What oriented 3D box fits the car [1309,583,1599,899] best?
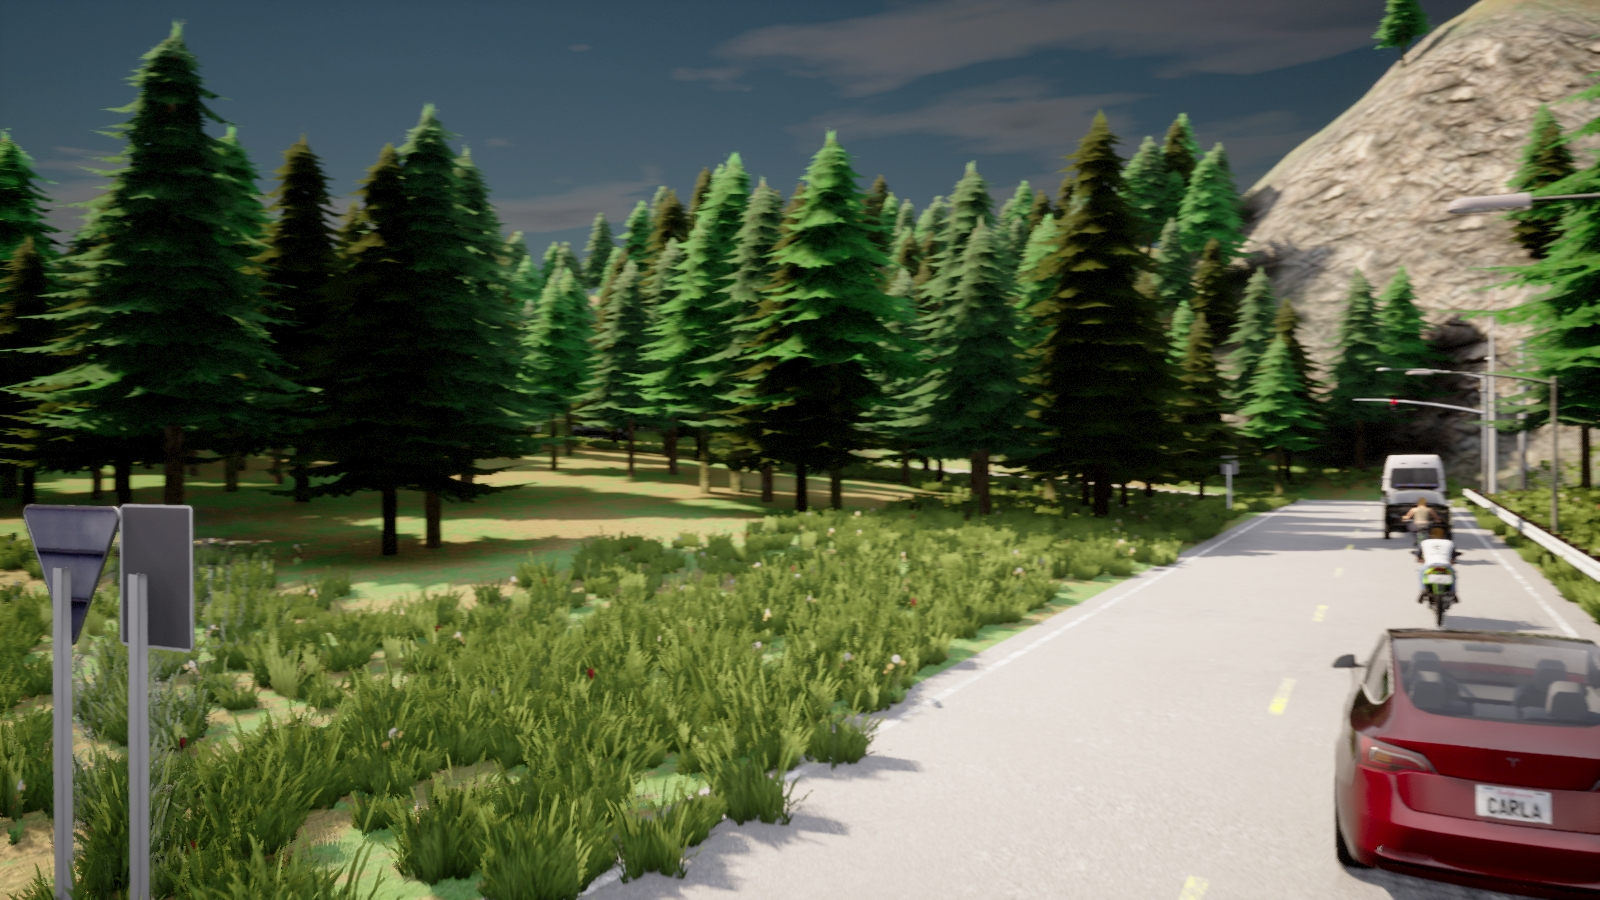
[{"bbox_3d":[5.162,2.038,8.531,2.163,1.488,4.792,0,0,28],"label":"car"}]

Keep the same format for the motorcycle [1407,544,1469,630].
[{"bbox_3d":[10.266,2.169,18.437,0.803,1.145,2.033,0,-1,28],"label":"motorcycle"}]

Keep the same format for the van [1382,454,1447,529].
[{"bbox_3d":[22.931,1.448,42.746,1.988,2.561,5.915,0,0,27],"label":"van"}]

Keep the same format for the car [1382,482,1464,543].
[{"bbox_3d":[19.614,1.907,36.111,2.097,1.638,5.238,0,0,28],"label":"car"}]
